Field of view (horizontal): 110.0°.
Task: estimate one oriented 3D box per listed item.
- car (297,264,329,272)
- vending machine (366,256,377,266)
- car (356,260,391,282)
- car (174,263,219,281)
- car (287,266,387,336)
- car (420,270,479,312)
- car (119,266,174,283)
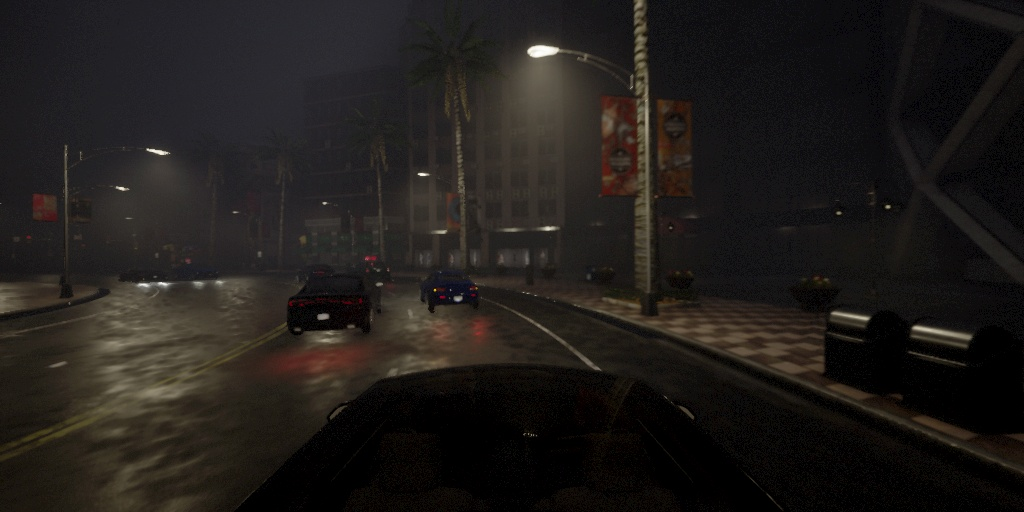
[{"bbox_3d":[-15.096,1.343,27.581,1.837,1.490,4.892,0,0,-44],"label":"car"},{"bbox_3d":[-17.013,1.009,43.380,0.880,2.100,1.100,0,0,33],"label":"vending machine"},{"bbox_3d":[-11.557,1.149,28.859,2.097,1.767,4.553,-1,0,-41],"label":"car"},{"bbox_3d":[-29.802,1.457,33.801,5.008,1.535,1.882,-1,0,25],"label":"car"},{"bbox_3d":[-5.054,1.256,10.791,1.882,1.535,5.008,-1,0,-15],"label":"car"},{"bbox_3d":[-2.572,1.267,14.299,1.812,1.442,4.674,-1,0,-19],"label":"car"},{"bbox_3d":[-31.637,1.572,30.825,4.181,1.385,1.994,-1,0,25],"label":"car"}]
